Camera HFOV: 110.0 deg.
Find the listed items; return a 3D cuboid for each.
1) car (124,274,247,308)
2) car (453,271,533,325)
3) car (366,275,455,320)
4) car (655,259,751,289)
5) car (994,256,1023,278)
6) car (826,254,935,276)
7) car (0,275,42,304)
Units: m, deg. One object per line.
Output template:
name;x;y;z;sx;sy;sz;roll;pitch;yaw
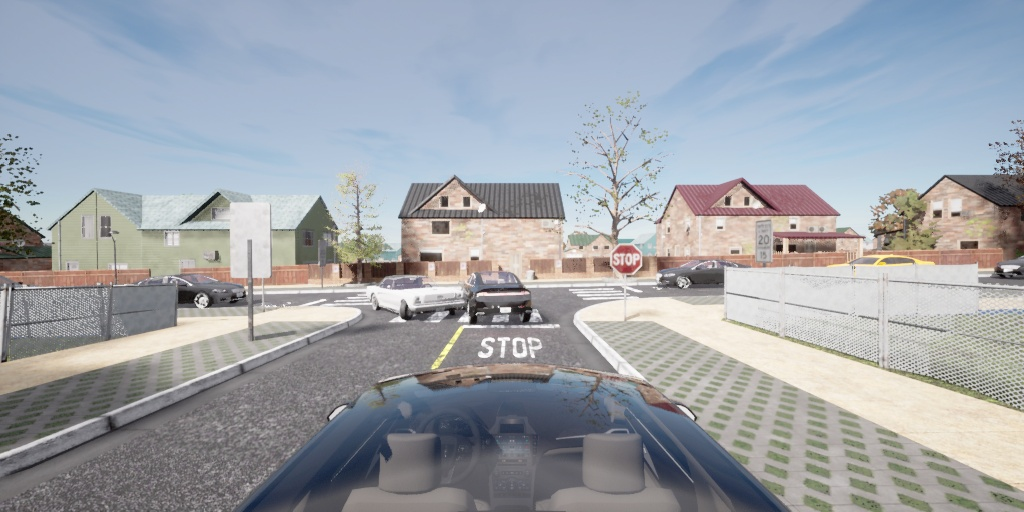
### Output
car;-14.894;1.566;16.368;4.902;1.511;2.128;-1;1;0
car;-0.679;1.242;12.005;2.128;1.511;4.902;0;0;-12
car;-3.596;1.367;12.866;1.895;1.301;4.718;0;0;-38
car;10.341;0.925;19.408;4.902;1.511;2.128;-1;1;0
car;29.396;0.478;19.470;4.902;1.511;2.128;-1;1;0
car;19.771;0.690;19.439;5.008;1.535;1.882;-1;1;0
car;-24.231;1.648;16.333;4.553;1.767;2.097;-1;1;0
